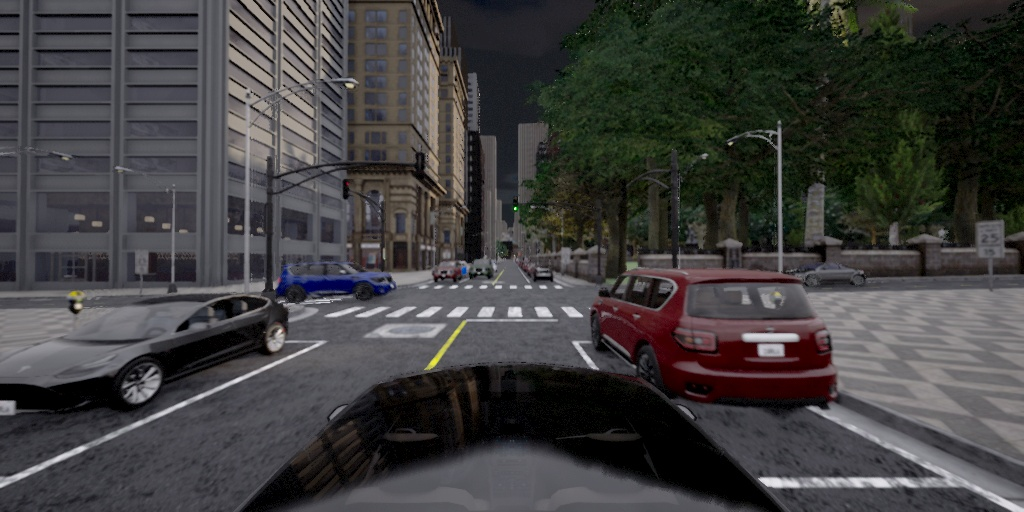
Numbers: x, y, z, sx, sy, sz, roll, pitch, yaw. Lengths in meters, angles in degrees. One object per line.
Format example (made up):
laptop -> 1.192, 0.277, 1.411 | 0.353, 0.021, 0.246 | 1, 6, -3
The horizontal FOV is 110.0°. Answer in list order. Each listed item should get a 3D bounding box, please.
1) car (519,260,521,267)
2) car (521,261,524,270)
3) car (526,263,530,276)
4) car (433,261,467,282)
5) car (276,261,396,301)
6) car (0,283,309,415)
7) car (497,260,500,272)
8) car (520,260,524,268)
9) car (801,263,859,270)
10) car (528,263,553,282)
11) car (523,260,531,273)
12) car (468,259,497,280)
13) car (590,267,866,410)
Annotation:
car -> 2.736, 1.886, 65.281 | 1.948, 1.339, 4.313 | 0, 0, 0
car -> 2.740, 1.814, 54.440 | 1.802, 1.307, 4.207 | 0, 0, 0
car -> 2.747, 1.673, 38.179 | 1.802, 1.307, 4.207 | 0, 0, 0
car -> -5.776, 1.358, 32.775 | 2.192, 1.841, 5.009 | 0, 0, 0
car -> -8.888, 1.282, 18.250 | 5.566, 2.045, 2.150 | -2, 0, 0
car -> -5.765, 1.361, 6.215 | 1.948, 1.339, 4.313 | 0, 0, 0
car -> -3.098, 1.742, 52.662 | 1.812, 1.442, 4.674 | 0, 0, 0
car -> 2.738, 1.821, 59.860 | 1.888, 1.381, 4.507 | 0, 0, 0
car -> 18.210, 1.079, 21.240 | 4.181, 1.385, 1.994 | -1, -1, 0
car -> 2.750, 1.609, 32.759 | 1.948, 1.339, 4.313 | 0, 0, 0
car -> 2.745, 1.579, 43.599 | 1.967, 1.591, 4.097 | 0, 0, 0
car -> -3.112, 1.302, 37.029 | 2.150, 2.045, 5.566 | 0, 0, 1
car -> 2.761, 1.110, 6.201 | 2.192, 1.841, 5.009 | 0, 0, 0
